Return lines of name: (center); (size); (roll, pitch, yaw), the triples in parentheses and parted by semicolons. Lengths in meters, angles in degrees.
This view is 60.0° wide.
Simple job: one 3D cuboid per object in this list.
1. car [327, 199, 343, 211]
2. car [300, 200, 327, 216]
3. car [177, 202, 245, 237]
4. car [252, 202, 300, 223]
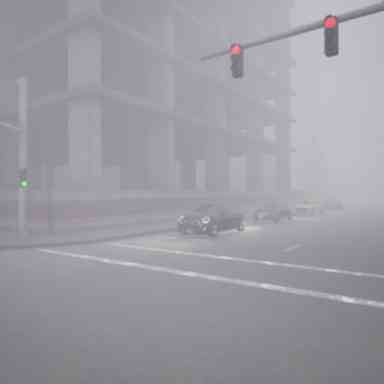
car: (17.709, 1.588, 41.979); (1.812, 1.442, 4.674); (-1, 0, 36)
car: (11.851, 1.538, 33.762); (1.882, 1.535, 5.008); (-1, 0, 36)
car: (1.140, 1.409, 18.649); (2.097, 1.767, 4.553); (-1, 0, 36)
car: (6.402, 1.550, 26.073); (2.128, 1.511, 4.902); (-1, 0, 35)
